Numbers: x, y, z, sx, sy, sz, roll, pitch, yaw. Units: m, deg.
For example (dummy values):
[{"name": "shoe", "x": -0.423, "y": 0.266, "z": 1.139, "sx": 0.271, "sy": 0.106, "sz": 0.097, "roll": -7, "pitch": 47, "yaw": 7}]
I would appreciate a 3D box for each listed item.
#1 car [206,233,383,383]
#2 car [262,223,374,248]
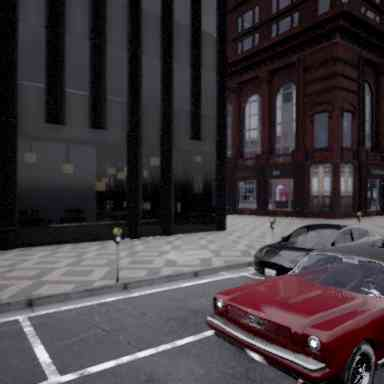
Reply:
[{"name": "car", "x": 2.529, "y": 1.604, "z": 5.174, "sx": 4.718, "sy": 1.301, "sz": 1.895, "roll": 0, "pitch": 0, "yaw": -36}, {"name": "car", "x": 3.670, "y": 1.571, "z": 9.246, "sx": 4.313, "sy": 1.339, "sz": 1.947, "roll": 0, "pitch": 0, "yaw": -35}]
